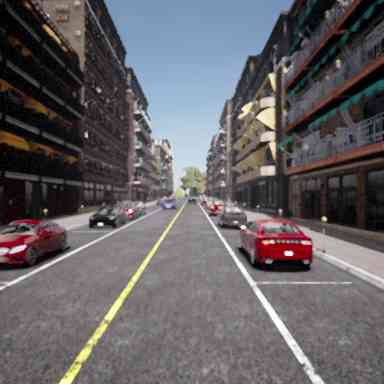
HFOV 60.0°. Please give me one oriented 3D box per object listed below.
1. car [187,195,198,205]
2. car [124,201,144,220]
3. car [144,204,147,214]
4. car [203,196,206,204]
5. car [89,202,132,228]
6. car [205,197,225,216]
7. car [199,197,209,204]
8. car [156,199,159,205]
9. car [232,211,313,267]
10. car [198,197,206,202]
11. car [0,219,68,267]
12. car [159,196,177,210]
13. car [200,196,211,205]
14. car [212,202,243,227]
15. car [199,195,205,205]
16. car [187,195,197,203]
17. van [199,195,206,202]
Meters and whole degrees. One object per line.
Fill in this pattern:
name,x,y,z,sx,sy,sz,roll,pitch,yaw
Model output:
car,0.025,1.724,63.867,2.128,1.511,4.902,0,0,1
car,-5.677,1.541,28.525,1.967,1.590,4.097,1,0,0
car,-5.679,1.672,34.185,2.008,1.369,4.403,1,0,0
car,3.001,1.630,47.886,1.801,1.575,5.366,0,0,0
car,-5.679,1.647,22.863,1.947,1.339,4.313,1,0,0
car,2.703,1.563,34.145,1.967,1.590,4.097,1,0,0
car,2.703,1.822,73.777,2.008,1.369,4.403,1,0,0
car,-5.677,1.772,62.495,1.887,1.381,4.507,1,0,0
car,2.701,1.586,11.499,1.887,1.381,4.507,1,0,0
car,2.703,1.921,90.761,1.802,1.307,4.206,1,0,0
car,-5.680,1.623,11.539,1.802,1.307,4.206,1,0,0
car,-3.074,1.690,45.667,1.812,1.442,4.674,0,0,0
car,2.705,1.690,68.115,1.967,1.590,4.097,1,0,0
car,2.701,1.632,22.822,2.008,1.369,4.403,1,0,0
car,2.705,1.669,62.454,1.967,1.590,4.097,1,0,0
car,0.002,1.618,79.547,2.097,1.767,4.553,0,0,0
van,2.706,1.657,85.101,1.690,1.788,3.998,1,0,0
